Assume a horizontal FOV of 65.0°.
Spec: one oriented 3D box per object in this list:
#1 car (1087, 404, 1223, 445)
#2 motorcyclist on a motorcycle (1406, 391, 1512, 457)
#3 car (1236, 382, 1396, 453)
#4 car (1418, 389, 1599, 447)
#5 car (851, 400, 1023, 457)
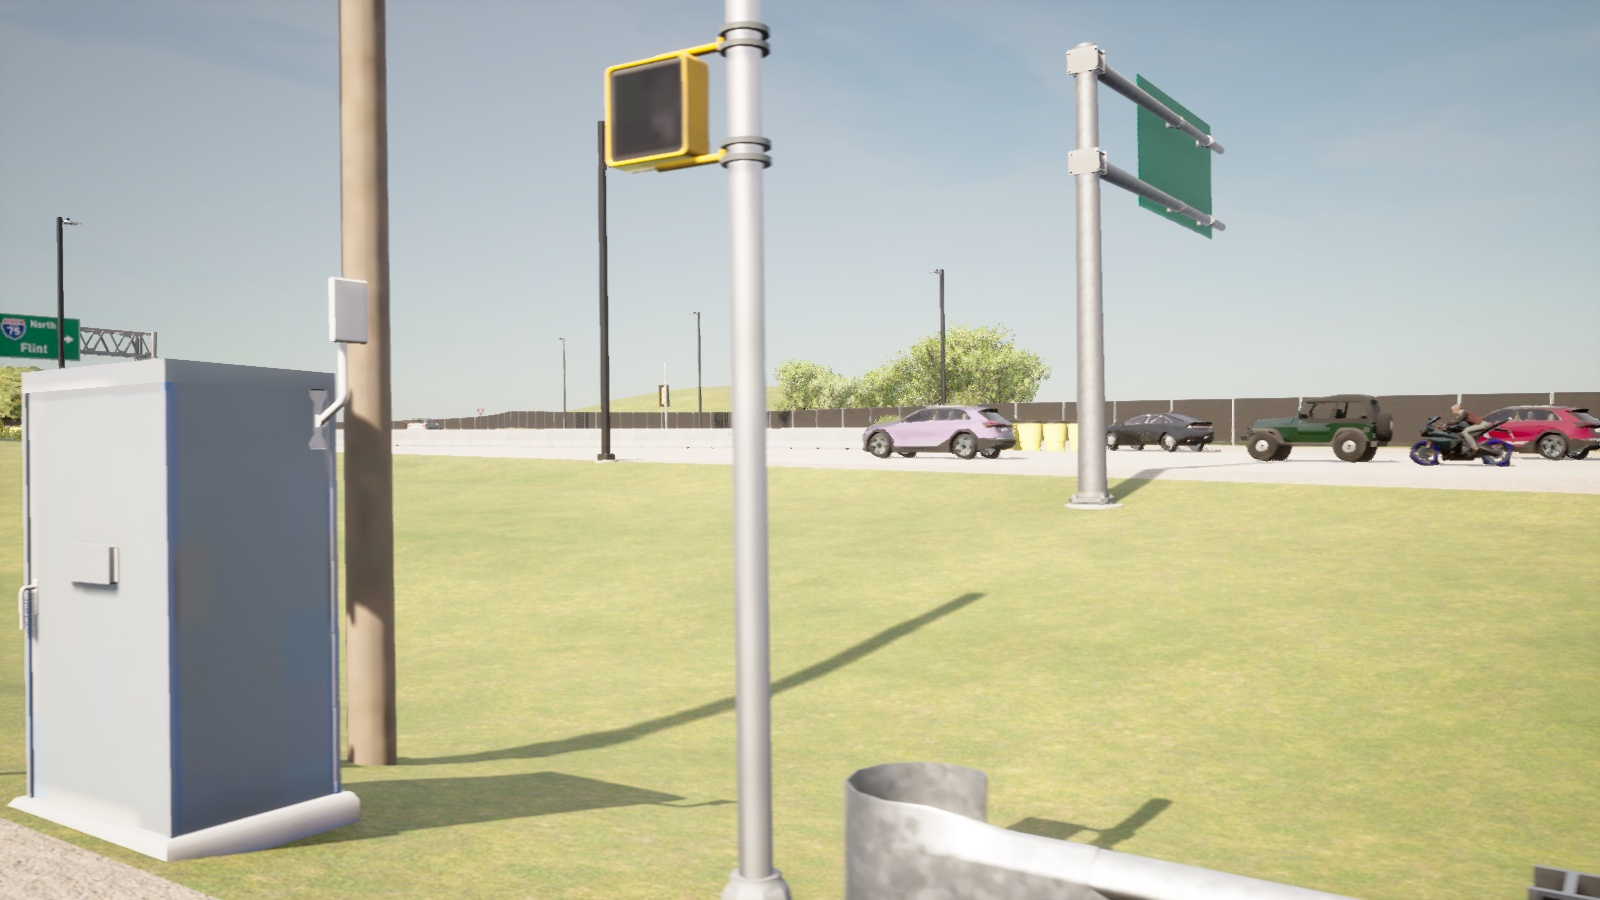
[{"bbox_3d":[13.893,-0.994,49.424,2.128,1.511,4.902,-2,1,-35],"label":"car"},{"bbox_3d":[16.005,-0.617,30.509,2.191,1.530,0.866,0,1,34],"label":"motorcyclist on a motorcycle"},{"bbox_3d":[14.651,-0.889,35.680,3.866,1.878,1.905,0,1,34],"label":"car"},{"bbox_3d":[21.876,-0.944,38.493,2.033,1.649,4.856,-2,1,-38],"label":"car"},{"bbox_3d":[4.180,-0.635,38.626,4.856,1.649,2.033,0,1,34],"label":"car"}]
